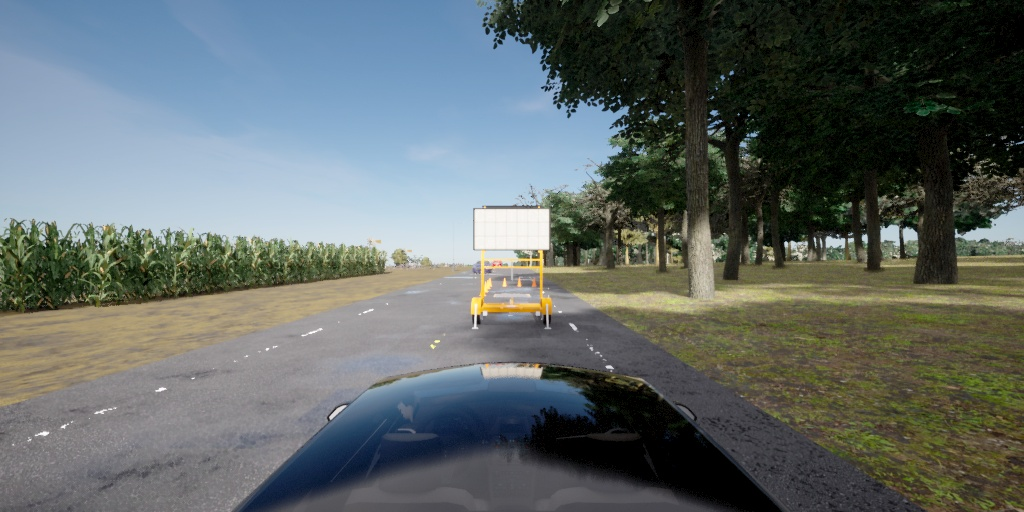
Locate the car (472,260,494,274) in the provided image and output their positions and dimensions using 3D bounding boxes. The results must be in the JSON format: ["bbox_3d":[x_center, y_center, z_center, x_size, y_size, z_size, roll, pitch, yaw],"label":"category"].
[{"bbox_3d":[-3.614,1.272,43.704,2.097,1.767,4.553,0,0,0],"label":"car"}]

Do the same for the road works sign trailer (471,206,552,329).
[{"bbox_3d":[-0.002,0.230,11.294,2.380,3.560,2.880,0,0,1],"label":"road works sign trailer"}]
